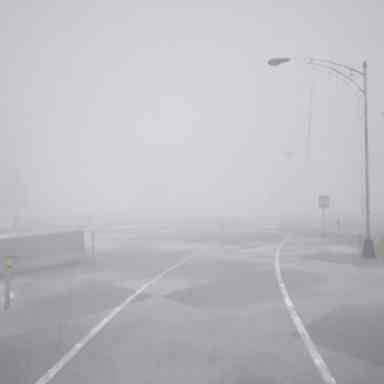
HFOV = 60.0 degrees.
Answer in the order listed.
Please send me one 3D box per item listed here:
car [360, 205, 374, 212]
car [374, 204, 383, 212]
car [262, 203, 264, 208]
[{"bbox_3d":[41.254,3.742,78.324,4.553,1.767,2.097,2,-3,-45],"label":"car"},{"bbox_3d":[43.744,3.823,75.860,4.674,1.442,1.812,2,-3,-45],"label":"car"},{"bbox_3d":[17.749,3.836,84.560,5.566,2.045,2.150,2,-3,-45],"label":"car"}]
